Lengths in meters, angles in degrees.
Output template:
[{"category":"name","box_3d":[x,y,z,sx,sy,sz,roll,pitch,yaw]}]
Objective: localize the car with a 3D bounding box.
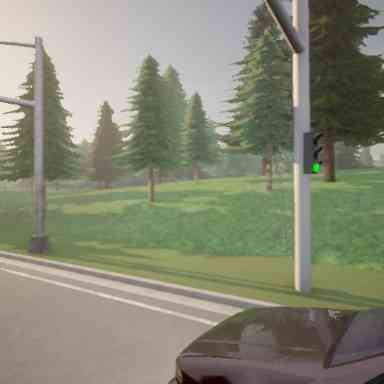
[{"category":"car","box_3d":[2.370,1.540,2.302,5.357,1.411,2.033,-1,0,35]}]
